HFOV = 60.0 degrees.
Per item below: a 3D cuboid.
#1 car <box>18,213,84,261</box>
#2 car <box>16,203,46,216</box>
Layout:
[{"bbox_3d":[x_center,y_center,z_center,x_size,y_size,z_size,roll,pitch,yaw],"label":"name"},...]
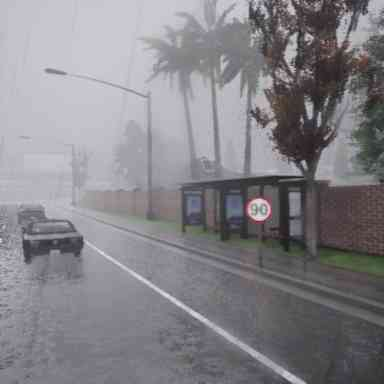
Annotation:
[{"bbox_3d":[-5.554,1.706,12.934,1.895,1.301,4.718,0,0,-28],"label":"car"},{"bbox_3d":[-12.744,1.644,26.356,1.837,1.490,4.892,0,1,-28],"label":"car"}]
